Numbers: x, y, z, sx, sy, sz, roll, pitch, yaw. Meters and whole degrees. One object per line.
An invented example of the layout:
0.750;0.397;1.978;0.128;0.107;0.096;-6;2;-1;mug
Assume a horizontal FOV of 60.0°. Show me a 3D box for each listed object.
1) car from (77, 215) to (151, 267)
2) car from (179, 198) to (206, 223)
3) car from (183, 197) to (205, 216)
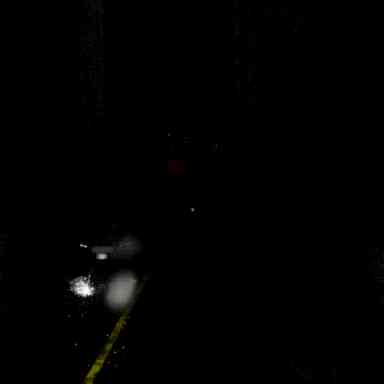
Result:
-2.612;1.640;12.110;2.128;1.511;4.902;0;-1;0;car
0.054;1.580;29.724;2.150;2.045;5.566;0;-1;0;car
0.346;1.713;40.849;2.150;2.045;5.566;0;0;7;car
